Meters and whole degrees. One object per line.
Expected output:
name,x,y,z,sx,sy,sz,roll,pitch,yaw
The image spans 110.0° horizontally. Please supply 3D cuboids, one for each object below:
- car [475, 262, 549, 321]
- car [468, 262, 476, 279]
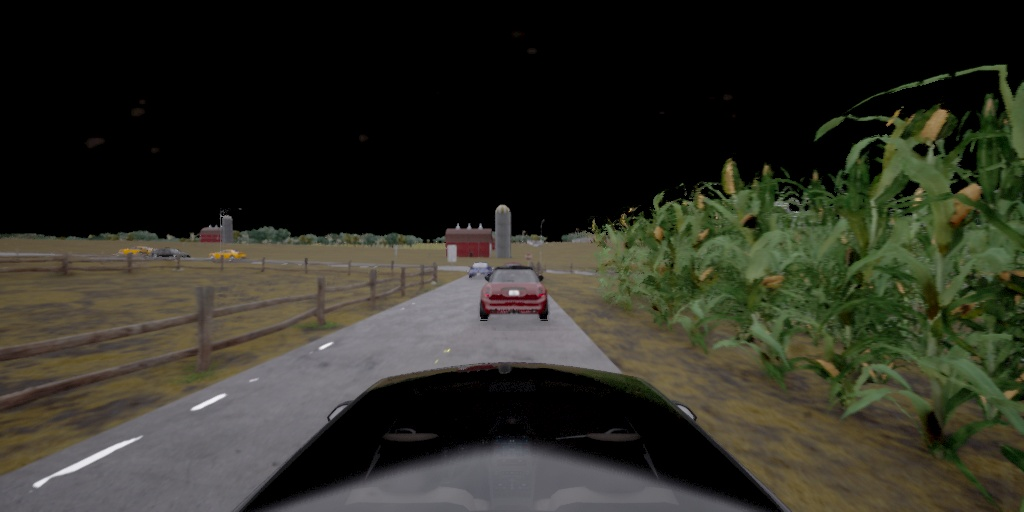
car,0.073,1.093,12.626,2.097,1.767,4.553,0,0,0
car,-2.815,1.263,32.485,1.812,1.442,4.674,0,0,0
